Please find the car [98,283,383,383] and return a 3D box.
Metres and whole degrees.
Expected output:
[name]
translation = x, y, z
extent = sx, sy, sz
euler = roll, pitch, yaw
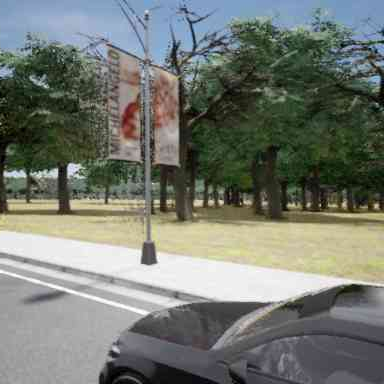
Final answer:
[car]
translation = 1.281, 1.526, 2.649
extent = 4.674, 1.442, 1.812
euler = 0, 0, 35
